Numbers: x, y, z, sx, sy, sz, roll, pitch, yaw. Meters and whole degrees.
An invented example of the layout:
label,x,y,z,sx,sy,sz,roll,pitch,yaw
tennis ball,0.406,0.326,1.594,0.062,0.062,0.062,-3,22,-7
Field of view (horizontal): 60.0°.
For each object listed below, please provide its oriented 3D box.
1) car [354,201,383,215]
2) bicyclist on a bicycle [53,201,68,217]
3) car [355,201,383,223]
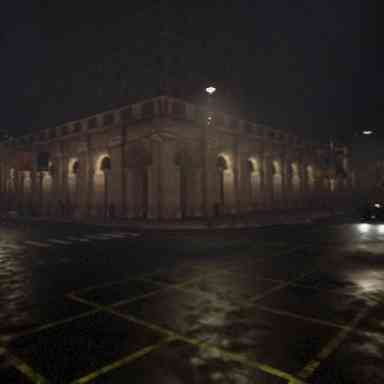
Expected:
label,x,y,z,sx,sy,sz,roll,pitch,yaw
car,18.876,1.609,35.255,1.895,1.301,4.718,-1,-1,41
bicyclist on a bicycle,-13.037,1.676,32.994,0.582,1.620,1.656,-1,0,41
car,14.057,1.566,24.918,1.994,1.385,4.181,-1,-1,41
